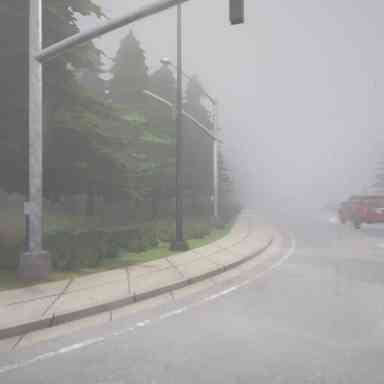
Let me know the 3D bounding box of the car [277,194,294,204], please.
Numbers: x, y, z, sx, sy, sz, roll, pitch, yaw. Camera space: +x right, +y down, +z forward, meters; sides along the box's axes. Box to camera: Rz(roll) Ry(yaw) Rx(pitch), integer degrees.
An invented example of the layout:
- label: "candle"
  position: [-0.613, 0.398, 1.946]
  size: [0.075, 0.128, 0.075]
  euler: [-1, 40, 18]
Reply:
- label: "car"
  position: [17.696, 1.360, 62.328]
  size: [2.097, 1.767, 4.553]
  euler: [0, 0, 8]

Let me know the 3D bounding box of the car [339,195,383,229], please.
- label: "car"
  position: [11.266, 1.225, 21.716]
  size: [2.150, 2.045, 5.566]
  euler: [0, 0, 11]
